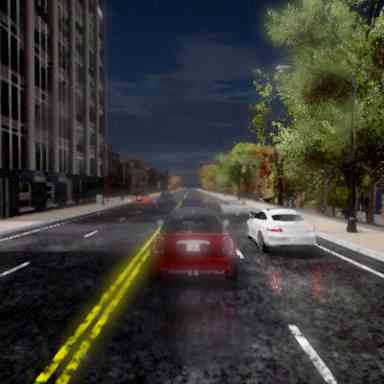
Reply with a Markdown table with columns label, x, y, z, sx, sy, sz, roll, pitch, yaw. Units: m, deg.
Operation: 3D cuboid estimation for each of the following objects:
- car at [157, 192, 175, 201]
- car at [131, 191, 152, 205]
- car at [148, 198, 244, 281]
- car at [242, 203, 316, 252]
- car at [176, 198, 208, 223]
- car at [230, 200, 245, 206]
| label | x | y | z | sx | sy | sz | roll | pitch | yaw |
| --- | --- | --- | --- | --- | --- | --- | --- | --- | --- |
| car | -3.374 | 0.785 | 43.932 | 2.097 | 1.767 | 4.553 | 0 | 1 | 0 |
| car | -6.625 | 0.785 | 43.948 | 2.097 | 1.767 | 4.553 | 0 | 1 | 0 |
| car | 0.041 | 1.228 | 9.559 | 2.097 | 1.767 | 4.553 | 0 | 1 | 0 |
| car | 3.308 | 1.357 | 12.959 | 1.812 | 1.442 | 4.674 | 0 | 1 | 0 |
| car | 0.014 | 1.242 | 23.642 | 2.033 | 1.411 | 5.357 | 0 | 1 | 0 |
| car | 3.280 | 1.266 | 25.924 | 1.895 | 1.301 | 4.718 | 0 | 1 | 0 |
